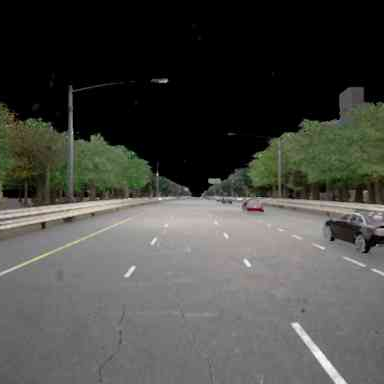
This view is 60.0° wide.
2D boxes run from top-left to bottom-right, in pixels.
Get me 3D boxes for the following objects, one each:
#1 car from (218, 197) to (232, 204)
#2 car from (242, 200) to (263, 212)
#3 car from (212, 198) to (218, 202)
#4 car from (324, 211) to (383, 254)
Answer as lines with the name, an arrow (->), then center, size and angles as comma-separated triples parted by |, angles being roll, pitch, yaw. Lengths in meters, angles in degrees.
car -> 7.202, 1.829, 70.179 | 1.812, 1.442, 4.674 | 0, -1, 0
car -> 7.050, 1.611, 39.051 | 1.994, 1.385, 4.181 | 0, 0, 0
car -> 7.364, 2.177, 91.213 | 1.895, 1.301, 4.718 | 0, -1, 1
car -> 7.019, 1.498, 13.508 | 2.128, 1.511, 4.902 | 0, 0, 0
